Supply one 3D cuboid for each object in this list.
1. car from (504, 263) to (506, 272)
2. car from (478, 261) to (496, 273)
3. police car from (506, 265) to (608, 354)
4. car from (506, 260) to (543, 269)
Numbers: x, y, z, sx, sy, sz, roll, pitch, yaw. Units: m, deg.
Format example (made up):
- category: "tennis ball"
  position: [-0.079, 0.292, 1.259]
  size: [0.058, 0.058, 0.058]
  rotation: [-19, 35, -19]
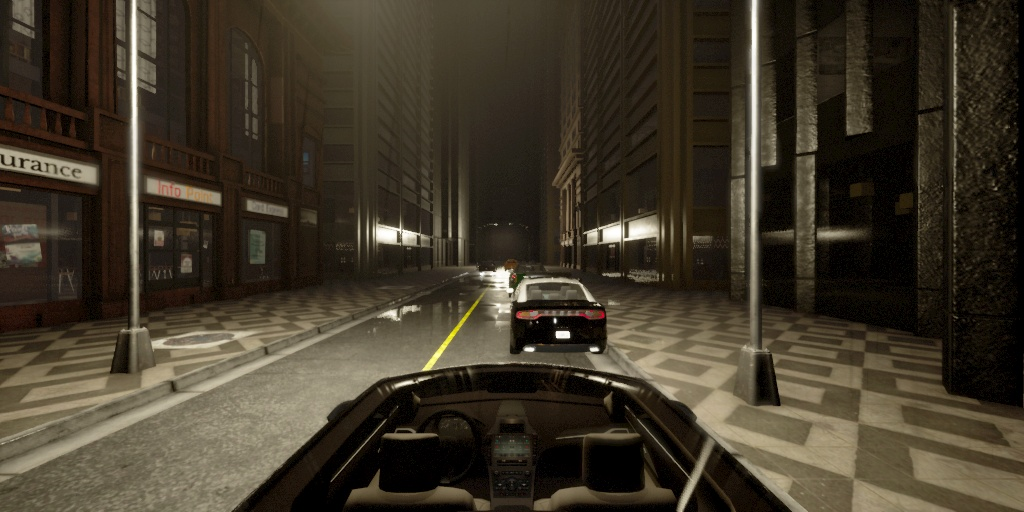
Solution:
- category: "car"
  position: [-0.027, 1.281, 48.210]
  size: [1.882, 1.535, 5.008]
  rotation: [0, 0, 0]
- category: "car"
  position: [-3.064, 1.360, 44.927]
  size: [1.994, 1.385, 4.181]
  rotation: [0, 0, 0]
- category: "police car"
  position: [0.890, 1.178, 8.882]
  size: [1.930, 1.638, 5.238]
  rotation: [0, 0, 0]
- category: "car"
  position: [0.875, 1.111, 18.743]
  size: [2.097, 1.767, 4.553]
  rotation: [0, 0, 0]
